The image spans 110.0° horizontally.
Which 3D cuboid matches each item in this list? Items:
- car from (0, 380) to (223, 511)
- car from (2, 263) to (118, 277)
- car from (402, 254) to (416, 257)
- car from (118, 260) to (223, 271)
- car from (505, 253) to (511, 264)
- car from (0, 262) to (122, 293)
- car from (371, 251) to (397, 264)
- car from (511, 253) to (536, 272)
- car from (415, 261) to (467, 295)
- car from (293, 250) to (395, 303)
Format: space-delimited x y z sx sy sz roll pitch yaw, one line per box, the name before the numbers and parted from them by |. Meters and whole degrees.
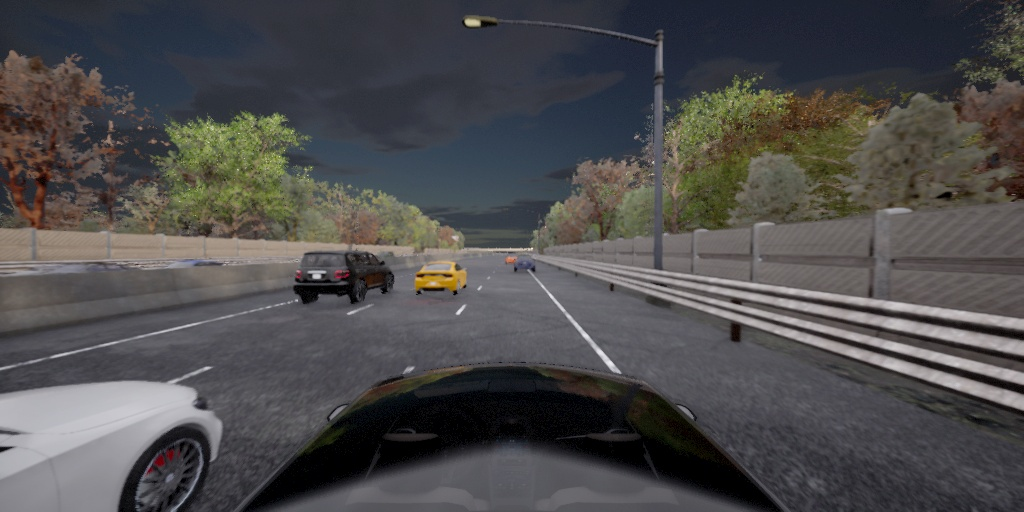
car | -3.399 1.284 1.097 1.812 1.442 4.674 0 1 0
car | -21.094 1.068 17.912 2.033 1.411 5.357 0 1 0
car | -17.502 0.437 61.318 1.882 1.535 5.008 0 1 0
car | -17.589 0.976 19.465 1.882 1.535 5.008 0 1 0
car | 0.021 0.375 56.256 2.097 1.767 4.553 0 1 0
car | -24.586 1.061 19.572 1.994 1.385 4.181 0 1 0
car | -21.006 0.214 59.121 2.150 2.045 5.566 0 1 1
car | 1.233 0.631 36.046 2.097 1.767 4.553 0 1 0
car | -3.395 0.999 17.912 1.882 1.535 5.008 0 1 0
car | -6.900 0.779 15.360 2.150 2.045 5.566 0 1 0
